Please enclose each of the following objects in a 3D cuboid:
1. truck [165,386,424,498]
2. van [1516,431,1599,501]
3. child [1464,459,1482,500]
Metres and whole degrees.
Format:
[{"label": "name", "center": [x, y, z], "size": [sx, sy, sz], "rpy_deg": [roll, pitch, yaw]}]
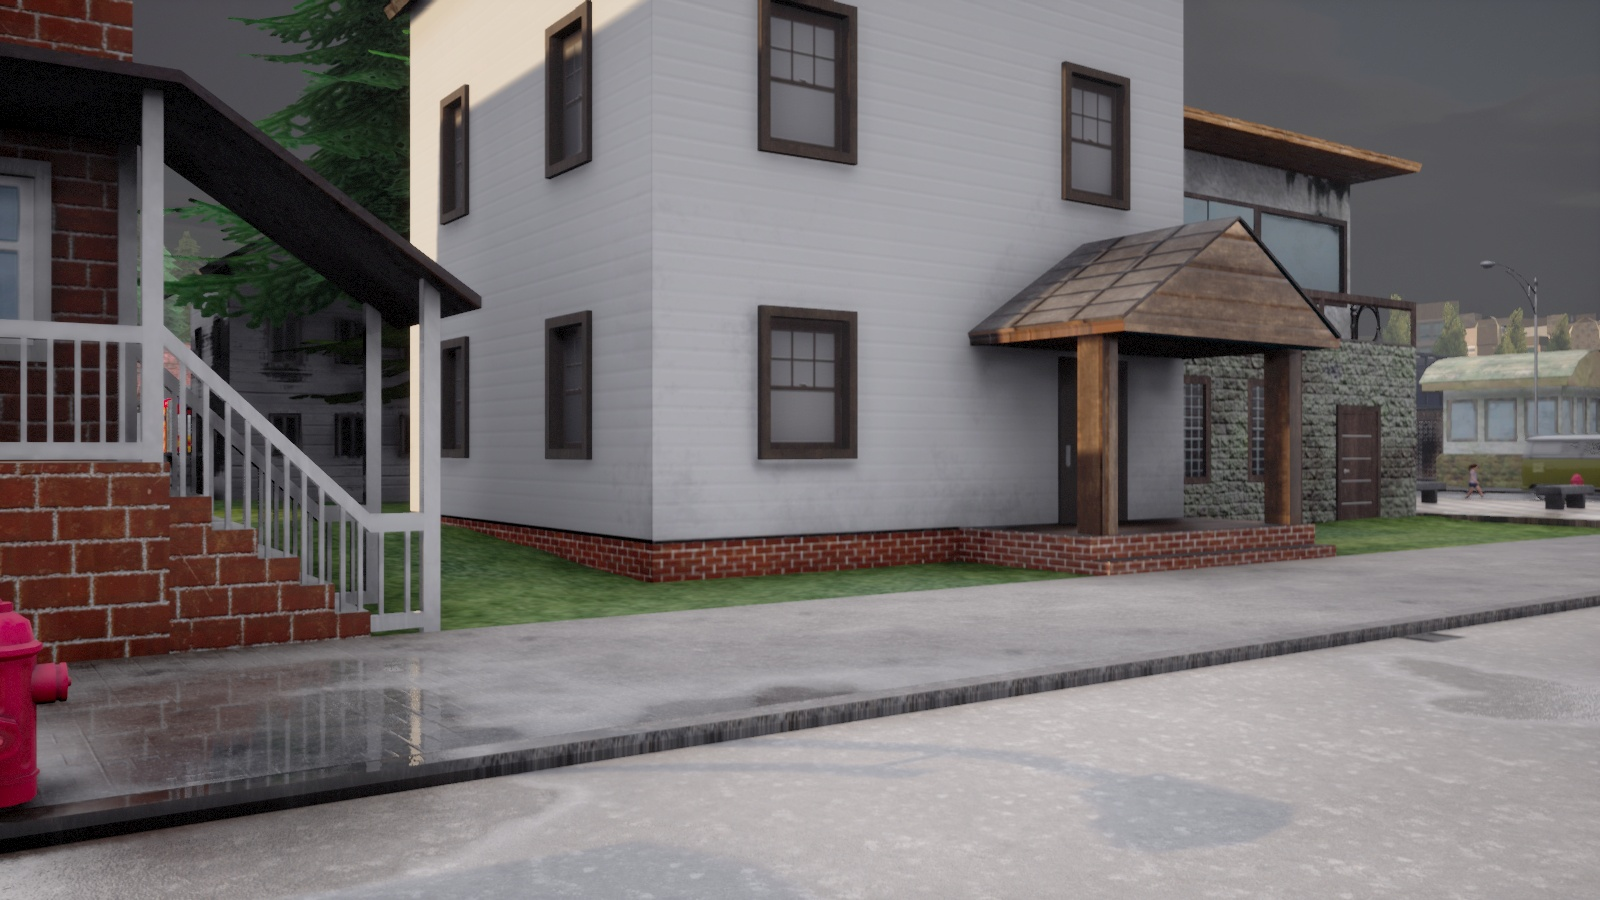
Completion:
[{"label": "truck", "center": [-18.607, -0.291, 46.528], "size": [8.468, 3.827, 2.891], "rpy_deg": [0, 0, -35]}, {"label": "van", "center": [23.178, 0.451, 35.842], "size": [1.775, 1.987, 4.442], "rpy_deg": [0, 0, -35]}, {"label": "child", "center": [18.403, 0.796, 34.338], "size": [0.255, 1.110, 0.394], "rpy_deg": [0, 0, -45]}]
